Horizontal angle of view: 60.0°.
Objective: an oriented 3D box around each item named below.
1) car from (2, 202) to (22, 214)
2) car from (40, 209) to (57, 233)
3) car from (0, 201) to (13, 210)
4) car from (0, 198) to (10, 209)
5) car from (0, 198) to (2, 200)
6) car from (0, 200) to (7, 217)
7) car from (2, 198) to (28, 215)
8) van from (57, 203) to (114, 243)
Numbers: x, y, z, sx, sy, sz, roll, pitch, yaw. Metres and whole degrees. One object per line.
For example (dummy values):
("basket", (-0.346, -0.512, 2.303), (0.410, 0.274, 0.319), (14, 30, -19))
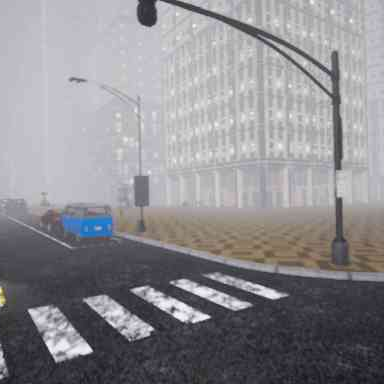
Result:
("car", (-23.938, 2.035, 44.211), (1.887, 1.381, 4.507), (-1, 0, -34))
("car", (-8.474, 1.711, 21.240), (1.887, 1.381, 4.507), (-1, 0, -34))
("car", (-30.116, 2.184, 53.407), (1.947, 1.339, 4.313), (-1, 0, -34))
("car", (-33.211, 1.998, 58.004), (2.192, 1.841, 5.009), (-1, 0, -34))
("car", (-27.032, 1.869, 48.809), (2.192, 1.841, 5.009), (-1, 0, -34))
("car", (-22.145, 1.951, 36.786), (2.128, 1.511, 4.902), (-1, 0, -33))
("car", (-20.853, 1.741, 39.614), (2.192, 1.841, 5.009), (-1, 0, -34))
("van", (-5.314, 1.440, 16.695), (1.690, 1.788, 3.998), (-1, 0, -34))
